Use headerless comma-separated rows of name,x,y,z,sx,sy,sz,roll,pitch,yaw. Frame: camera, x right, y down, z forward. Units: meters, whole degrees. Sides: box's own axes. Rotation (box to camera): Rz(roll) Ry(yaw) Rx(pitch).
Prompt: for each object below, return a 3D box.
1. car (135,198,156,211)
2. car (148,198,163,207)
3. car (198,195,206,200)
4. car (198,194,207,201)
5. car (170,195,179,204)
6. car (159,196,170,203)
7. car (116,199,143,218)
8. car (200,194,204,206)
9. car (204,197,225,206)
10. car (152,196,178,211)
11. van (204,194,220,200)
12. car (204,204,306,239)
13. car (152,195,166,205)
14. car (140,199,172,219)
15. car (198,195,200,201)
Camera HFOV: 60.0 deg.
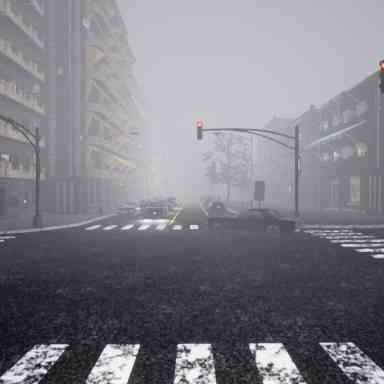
car,-5.697,1.531,41.247,1.887,1.381,4.507,0,0,0
car,-5.698,1.562,52.314,1.802,1.307,4.206,0,0,0
car,2.679,1.495,91.041,1.887,1.381,4.507,0,0,0
car,2.678,1.396,85.508,1.967,1.590,4.097,0,0,0
car,-3.091,1.508,49.037,1.812,1.442,4.674,0,0,0
car,-5.699,1.551,68.915,1.802,1.307,4.206,0,0,0
car,-5.696,1.542,30.180,2.008,1.369,4.403,0,0,0
car,2.682,1.420,52.308,1.967,1.590,4.097,0,0,0
car,2.684,1.555,35.707,1.947,1.339,4.313,0,0,0
car,-3.103,1.535,38.688,2.033,1.411,5.357,0,0,0
van,2.682,1.327,41.240,1.690,1.788,3.998,0,0,0
car,3.065,1.487,16.630,4.718,1.301,1.895,-1,1,33
car,-5.700,1.417,57.847,1.967,1.590,4.097,0,0,0
car,-3.112,1.556,29.341,1.994,1.385,4.181,0,0,-1
car,2.679,1.280,74.441,2.192,1.841,5.009,0,0,0
